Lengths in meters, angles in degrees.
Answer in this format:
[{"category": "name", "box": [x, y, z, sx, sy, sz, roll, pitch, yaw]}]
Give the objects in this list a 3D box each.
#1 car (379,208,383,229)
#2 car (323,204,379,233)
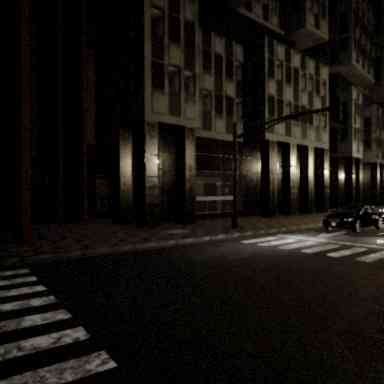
[{"category": "car", "box": [12.145, 1.524, 17.521, 5.357, 1.411, 2.033, 0, 0, -41]}, {"category": "car", "box": [9.612, 1.474, 19.635, 4.902, 1.511, 2.128, 0, 0, -39]}]
